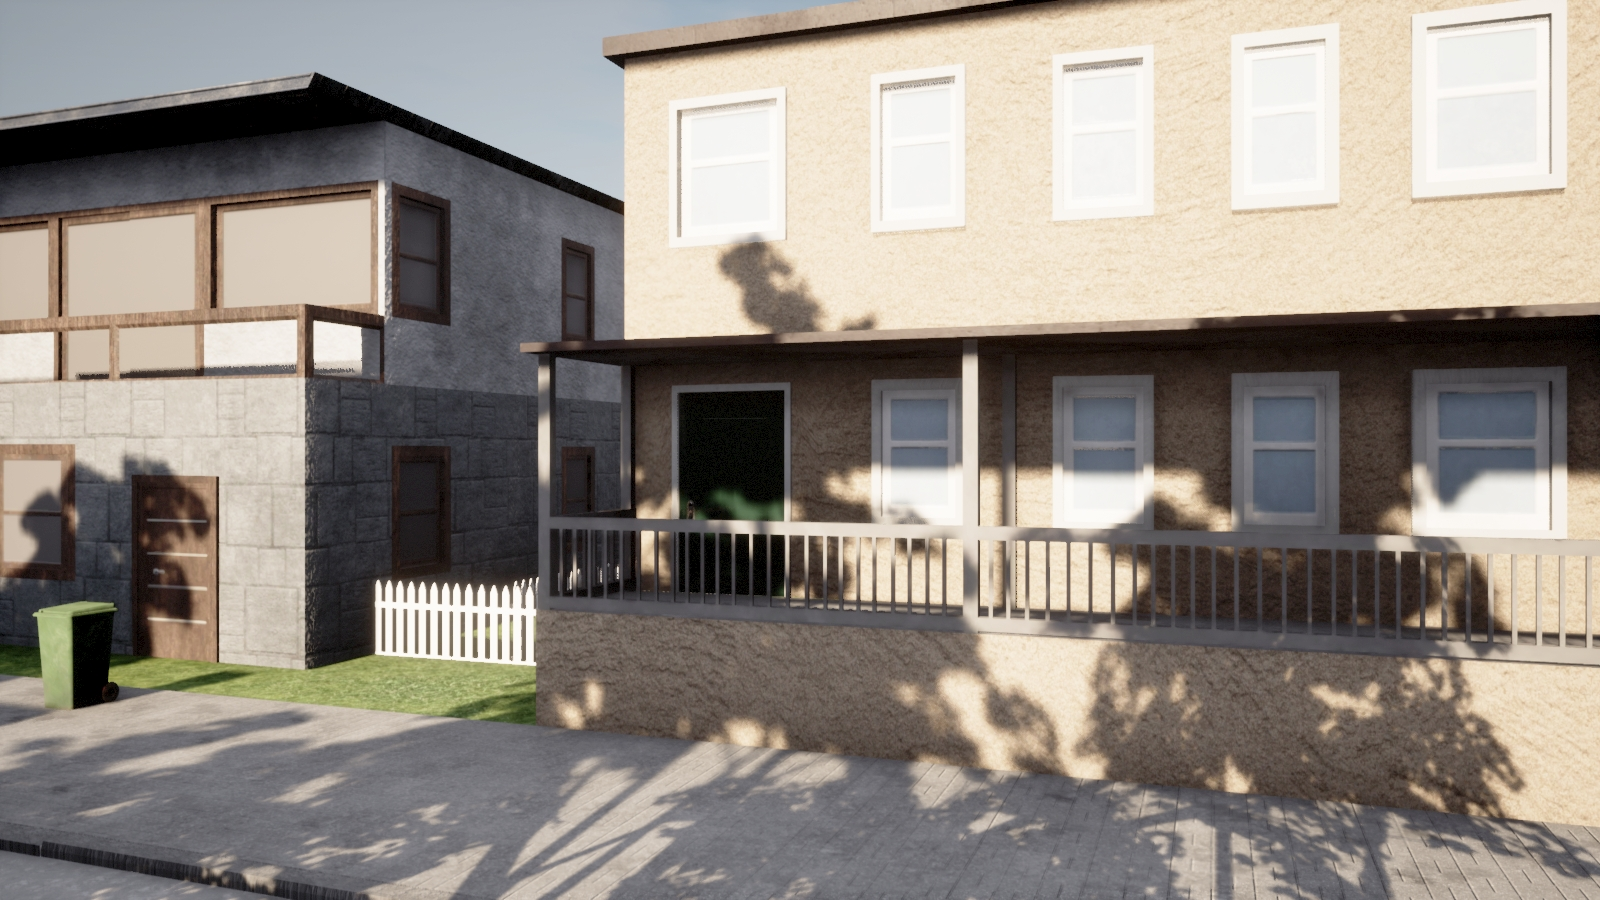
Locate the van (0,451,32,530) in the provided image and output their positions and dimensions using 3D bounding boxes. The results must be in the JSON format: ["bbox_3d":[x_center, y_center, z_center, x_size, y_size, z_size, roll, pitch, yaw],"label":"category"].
[{"bbox_3d":[-27.753,1.329,35.973,1.988,2.561,5.915,0,0,20],"label":"van"}]
